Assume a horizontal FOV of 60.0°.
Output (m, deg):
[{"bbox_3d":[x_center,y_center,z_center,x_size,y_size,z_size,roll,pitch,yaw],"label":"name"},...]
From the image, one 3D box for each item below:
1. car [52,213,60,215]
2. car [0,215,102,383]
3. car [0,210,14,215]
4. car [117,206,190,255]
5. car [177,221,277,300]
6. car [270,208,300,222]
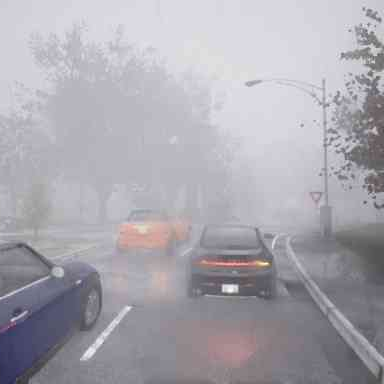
[{"bbox_3d":[-25.390,4.167,57.359,2.033,1.411,5.357,-3,-5,40],"label":"car"},{"bbox_3d":[-2.750,1.365,4.075,2.097,1.767,4.553,0,0,4],"label":"car"},{"bbox_3d":[-13.941,2.017,23.839,5.008,1.535,1.882,-1,-3,20],"label":"car"},{"bbox_3d":[-1.355,1.415,13.708,2.097,1.767,4.553,-1,-1,10],"label":"car"},{"bbox_3d":[1.012,1.505,8.451,1.837,1.490,4.892,-1,0,8],"label":"car"},{"bbox_3d":[13.333,3.278,47.850,2.150,2.045,5.566,1,-4,-13],"label":"car"}]
